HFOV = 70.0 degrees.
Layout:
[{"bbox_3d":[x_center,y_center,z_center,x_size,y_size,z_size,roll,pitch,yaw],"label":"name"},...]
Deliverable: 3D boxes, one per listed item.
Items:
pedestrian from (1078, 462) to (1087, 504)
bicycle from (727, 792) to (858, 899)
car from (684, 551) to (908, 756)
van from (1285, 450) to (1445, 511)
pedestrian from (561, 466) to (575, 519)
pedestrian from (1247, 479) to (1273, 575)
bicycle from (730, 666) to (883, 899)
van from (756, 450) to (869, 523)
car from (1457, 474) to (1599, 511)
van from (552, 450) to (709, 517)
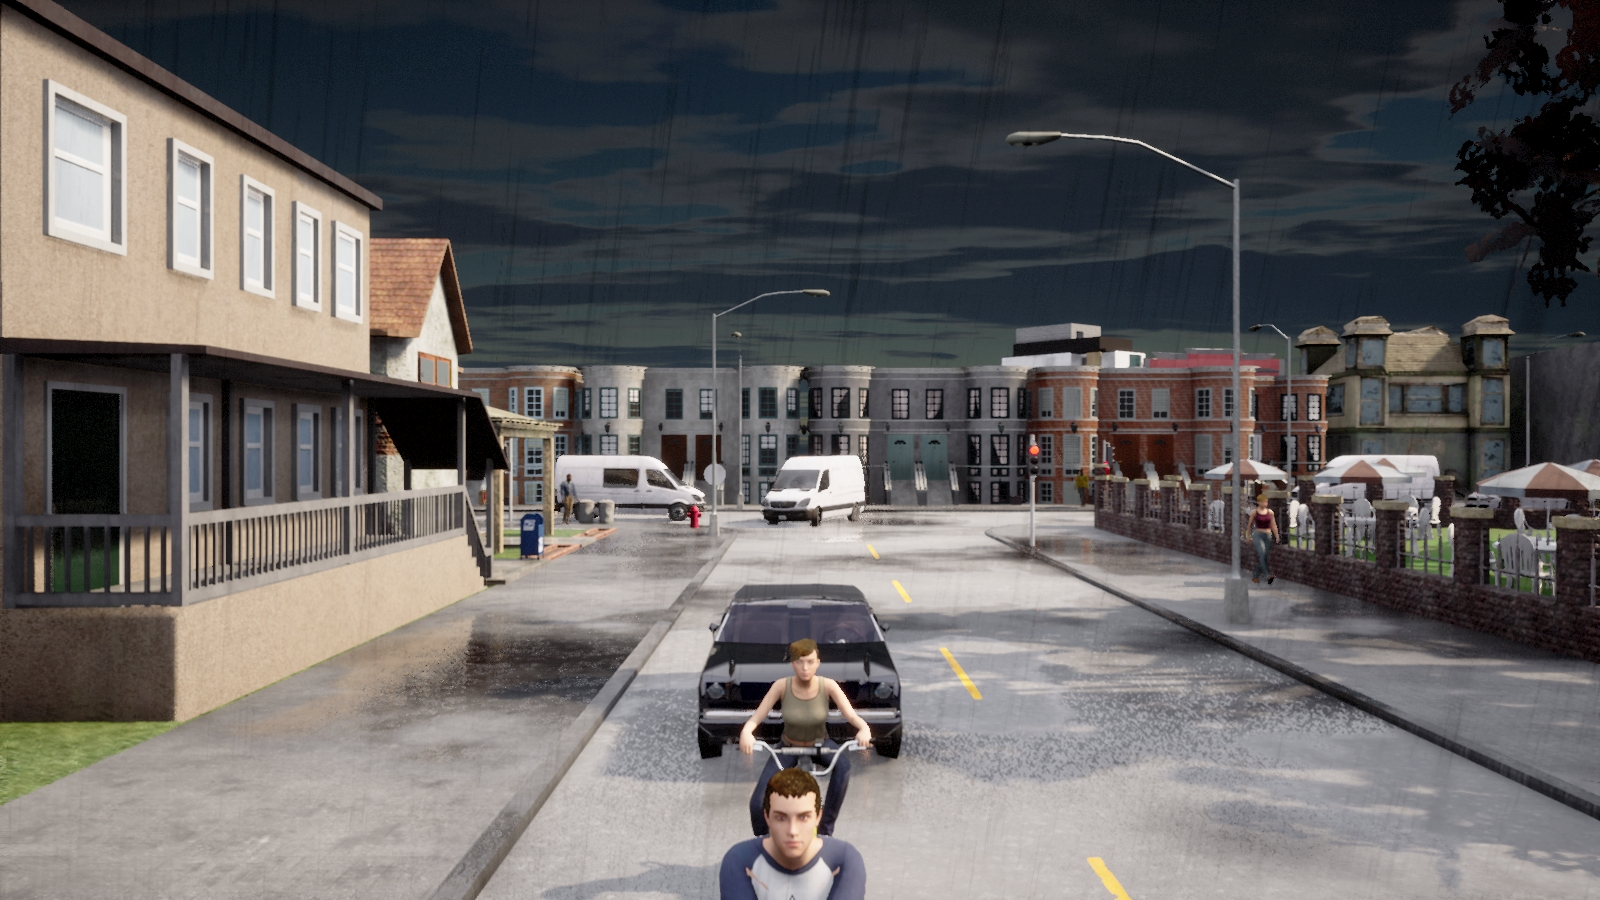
[{"bbox_3d":[12.784,1.494,51.658,0.375,1.860,0.375,0,0,16],"label":"pedestrian"},{"bbox_3d":[-0.022,1.933,3.463,0.373,1.296,1.643,0,0,0],"label":"bicycle"},{"bbox_3d":[-0.037,1.927,11.998,1.895,1.301,4.718,0,0,0],"label":"car"},{"bbox_3d":[24.219,1.286,49.135,5.915,2.561,1.988,0,0,0],"label":"van"},{"bbox_3d":[-8.202,1.503,40.368,0.375,1.860,0.375,0,0,-39],"label":"pedestrian"},{"bbox_3d":[9.063,1.511,22.511,0.375,1.860,0.375,0,0,2],"label":"pedestrian"},{"bbox_3d":[0.033,2.031,7.157,0.859,1.080,1.487,0,0,0],"label":"bicycle"},{"bbox_3d":[0.587,1.288,43.087,1.988,2.561,5.915,-1,0,24],"label":"van"},{"bbox_3d":[31.330,1.812,49.133,4.892,1.480,2.231,0,0,0],"label":"car"},{"bbox_3d":[-6.623,1.287,45.114,5.915,2.561,1.988,0,0,0],"label":"van"}]
